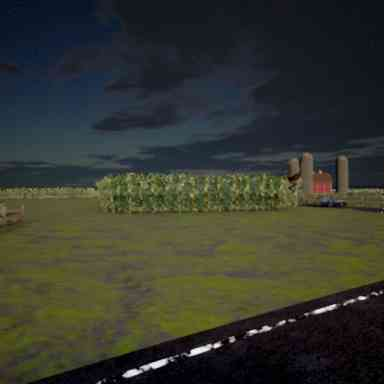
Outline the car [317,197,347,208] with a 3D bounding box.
[{"bbox_3d":[18.629,1.384,44.332,1.994,1.385,4.181,-1,0,-13],"label":"car"}]
